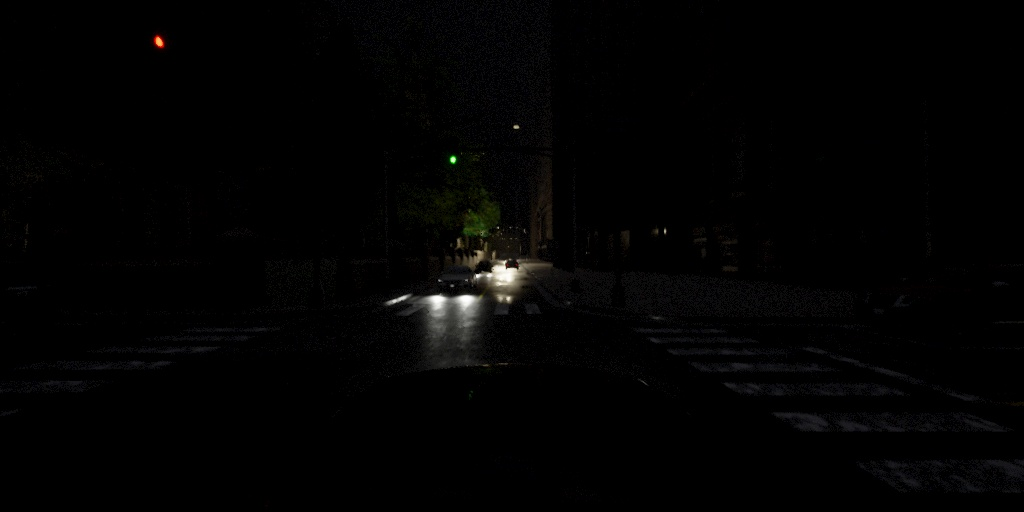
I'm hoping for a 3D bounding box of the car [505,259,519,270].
[{"bbox_3d":[-0.013,1.264,50.225,1.895,1.301,4.718,-1,0,0],"label":"car"}]

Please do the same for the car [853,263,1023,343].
[{"bbox_3d":[11.869,1.097,9.144,5.009,1.841,2.192,0,0,0],"label":"car"}]

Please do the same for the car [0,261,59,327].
[{"bbox_3d":[-14.972,1.041,9.221,5.009,1.841,2.192,0,0,0],"label":"car"}]

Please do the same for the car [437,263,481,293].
[{"bbox_3d":[-3.111,1.272,20.965,1.812,1.442,4.674,-1,0,0],"label":"car"}]

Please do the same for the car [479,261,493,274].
[{"bbox_3d":[-3.090,1.264,40.667,2.033,1.411,5.357,-1,0,0],"label":"car"}]
